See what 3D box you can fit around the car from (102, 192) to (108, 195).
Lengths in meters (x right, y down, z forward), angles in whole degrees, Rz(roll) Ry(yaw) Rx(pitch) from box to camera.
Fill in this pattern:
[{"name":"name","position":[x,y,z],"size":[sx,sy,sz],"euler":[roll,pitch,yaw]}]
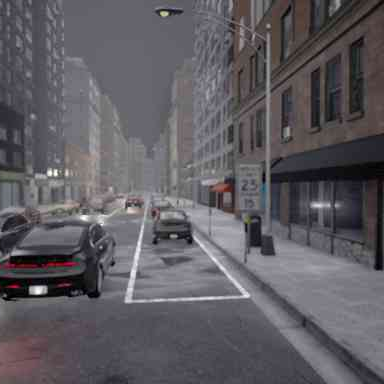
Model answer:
[{"name":"car","position":[-13.663,1.099,47.547],"size":[1.967,1.590,4.097],"euler":[-1,0,-7]}]

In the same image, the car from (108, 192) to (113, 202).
[{"name":"car","position":[-14.369,1.067,53.165],"size":[1.967,1.590,4.097],"euler":[-1,0,-7]}]

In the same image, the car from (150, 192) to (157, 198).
[{"name":"car","position":[-10.852,0.883,93.549],"size":[1.967,1.590,4.097],"euler":[-1,0,-7]}]

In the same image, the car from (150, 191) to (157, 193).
[{"name":"car","position":[-5.910,1.054,54.223],"size":[1.967,1.590,4.097],"euler":[-1,0,-7]}]

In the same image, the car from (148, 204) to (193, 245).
[{"name":"car","position":[-0.966,1.443,14.901],"size":[2.008,1.369,4.403],"euler":[0,1,-7]}]

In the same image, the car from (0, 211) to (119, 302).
[{"name":"car","position":[-3.006,1.455,8.247],"size":[1.837,1.490,4.892],"euler":[0,0,-7]}]

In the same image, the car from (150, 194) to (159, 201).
[{"name":"car","position":[-8.026,1.098,71.078],"size":[1.947,1.339,4.313],"euler":[-1,0,-7]}]

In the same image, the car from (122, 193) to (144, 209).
[{"name":"car","position":[-6.825,1.213,39.101],"size":[1.837,1.490,4.892],"euler":[0,0,-7]}]

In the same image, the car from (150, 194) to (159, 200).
[{"name":"car","position":[-8.732,1.073,76.695],"size":[1.947,1.339,4.313],"euler":[-1,0,-7]}]

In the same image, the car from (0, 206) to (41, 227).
[{"name":"car","position":[-6.415,1.437,10.510],"size":[1.837,1.490,4.892],"euler":[0,1,-7]}]

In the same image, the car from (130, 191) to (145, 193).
[{"name":"car","position":[-8.174,0.996,49.395],"size":[2.097,1.767,4.553],"euler":[0,0,-7]}]

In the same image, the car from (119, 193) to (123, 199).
[{"name":"car","position":[-17.898,1.042,81.258],"size":[1.887,1.381,4.507],"euler":[-1,0,-7]}]

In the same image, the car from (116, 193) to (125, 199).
[{"name":"car","position":[-18.604,1.020,86.877],"size":[1.887,1.381,4.507],"euler":[-1,0,-7]}]

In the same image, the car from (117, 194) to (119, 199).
[{"name":"car","position":[-15.781,1.011,64.402],"size":[1.967,1.590,4.097],"euler":[-1,0,-7]}]

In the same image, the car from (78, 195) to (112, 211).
[{"name":"car","position":[-9.004,1.290,31.251],"size":[1.812,1.442,4.674],"euler":[0,0,-7]}]

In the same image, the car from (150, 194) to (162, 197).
[{"name":"car","position":[-3.790,1.262,37.371],"size":[1.887,1.381,4.507],"euler":[-1,0,-7]}]

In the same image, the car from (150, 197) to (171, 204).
[{"name":"car","position":[-2.379,1.345,26.136],"size":[1.887,1.381,4.507],"euler":[-1,0,-7]}]

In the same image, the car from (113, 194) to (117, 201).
[{"name":"car","position":[-15.076,0.913,58.782],"size":[2.192,1.841,5.009],"euler":[-1,0,-7]}]

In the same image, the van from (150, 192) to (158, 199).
[{"name":"van","position":[-9.441,0.825,82.313],"size":[1.690,1.788,3.998],"euler":[-1,0,-7]}]

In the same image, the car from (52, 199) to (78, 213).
[{"name":"car","position":[-11.521,1.297,30.526],"size":[1.752,1.417,4.829],"euler":[0,0,-7]}]
